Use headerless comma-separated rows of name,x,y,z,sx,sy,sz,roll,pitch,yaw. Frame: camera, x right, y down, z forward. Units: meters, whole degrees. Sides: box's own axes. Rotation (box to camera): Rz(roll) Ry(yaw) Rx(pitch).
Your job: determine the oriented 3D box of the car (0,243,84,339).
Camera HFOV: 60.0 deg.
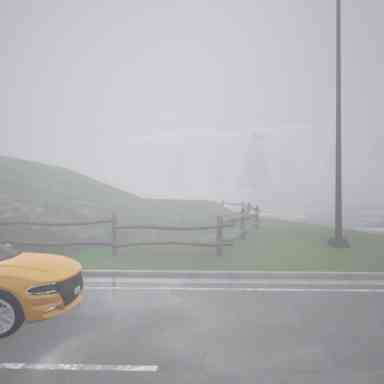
car,-4.539,1.478,6.035,5.008,1.535,1.882,0,0,2
